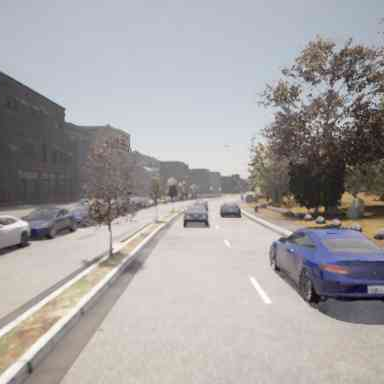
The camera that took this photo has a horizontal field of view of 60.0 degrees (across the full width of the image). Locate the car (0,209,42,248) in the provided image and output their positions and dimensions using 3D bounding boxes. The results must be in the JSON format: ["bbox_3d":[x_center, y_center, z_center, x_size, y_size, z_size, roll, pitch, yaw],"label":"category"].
[{"bbox_3d":[-7.947,1.595,12.739,2.002,1.452,4.674,0,0,0],"label":"car"}]

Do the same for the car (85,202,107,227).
[{"bbox_3d":[-7.869,1.644,23.832,2.002,1.452,4.674,0,0,0],"label":"car"}]

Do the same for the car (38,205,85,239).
[{"bbox_3d":[-7.907,1.610,18.255,2.163,1.488,4.792,0,0,0],"label":"car"}]

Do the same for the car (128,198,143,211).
[{"bbox_3d":[-7.752,1.658,40.375,2.097,1.535,5.008,0,0,1],"label":"car"}]

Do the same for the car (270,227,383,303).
[{"bbox_3d":[3.263,1.577,8.184,1.812,1.442,4.674,0,0,0],"label":"car"}]

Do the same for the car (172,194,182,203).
[{"bbox_3d":[-4.668,1.714,79.208,2.231,1.521,4.892,0,0,9],"label":"car"}]

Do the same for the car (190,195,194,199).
[{"bbox_3d":[-1.777,1.693,95.475,1.946,1.575,5.366,0,0,12],"label":"car"}]

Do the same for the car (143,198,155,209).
[{"bbox_3d":[-7.497,1.708,49.970,2.163,1.488,4.792,0,0,3],"label":"car"}]

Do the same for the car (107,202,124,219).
[{"bbox_3d":[-7.830,1.626,29.382,2.231,1.521,4.892,0,0,0],"label":"car"}]

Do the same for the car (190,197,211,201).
[{"bbox_3d":[1.180,1.749,42.137,2.033,1.411,5.357,0,0,4],"label":"car"}]

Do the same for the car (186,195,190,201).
[{"bbox_3d":[-2.846,1.703,90.013,1.946,1.575,5.366,0,0,11],"label":"car"}]

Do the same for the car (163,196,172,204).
[{"bbox_3d":[-6.100,1.699,67.973,1.946,1.575,5.366,0,0,7],"label":"car"}]

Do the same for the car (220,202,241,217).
[{"bbox_3d":[3.849,1.742,33.744,1.994,1.385,4.181,0,0,3],"label":"car"}]

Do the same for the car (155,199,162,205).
[{"bbox_3d":[-7.078,1.685,56.999,1.946,1.575,5.366,0,0,5],"label":"car"}]

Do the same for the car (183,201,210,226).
[{"bbox_3d":[0.334,1.684,24.943,2.033,1.411,5.357,0,0,2],"label":"car"}]

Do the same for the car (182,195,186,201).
[{"bbox_3d":[-3.781,1.460,84.684,2.435,2.045,5.566,0,0,10],"label":"car"}]
